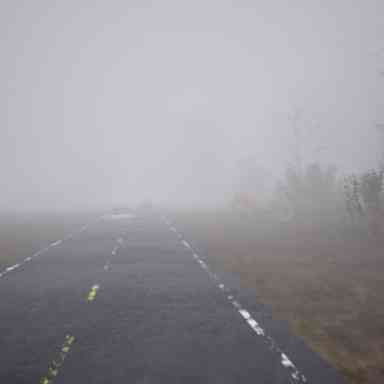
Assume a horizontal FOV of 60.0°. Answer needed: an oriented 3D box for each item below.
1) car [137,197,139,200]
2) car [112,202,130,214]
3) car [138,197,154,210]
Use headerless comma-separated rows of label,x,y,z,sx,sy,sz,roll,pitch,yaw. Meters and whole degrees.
car,-8.974,1.743,64.397,2.097,1.767,4.553,-2,0,-8
car,-8.717,1.938,40.833,1.895,1.301,4.718,-2,0,-8
car,-6.478,1.809,47.530,1.812,1.442,4.674,-2,0,-8
